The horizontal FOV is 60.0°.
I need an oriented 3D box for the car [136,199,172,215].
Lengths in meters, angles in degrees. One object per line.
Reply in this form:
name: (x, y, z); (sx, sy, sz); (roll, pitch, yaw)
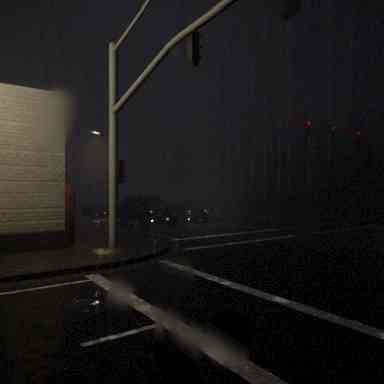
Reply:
car: (-4.223, 1.581, 36.283); (1.812, 1.442, 4.674); (0, 0, -36)

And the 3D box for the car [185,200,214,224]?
car: (-0.717, 1.407, 25.061); (2.097, 1.767, 4.553); (0, 0, -36)

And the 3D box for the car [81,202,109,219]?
car: (-8.550, 1.619, 30.013); (1.994, 1.385, 4.181); (0, 0, -35)

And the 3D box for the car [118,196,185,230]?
car: (-3.084, 1.277, 22.348); (2.150, 2.045, 5.566); (0, 0, -36)

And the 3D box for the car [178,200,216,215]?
car: (0.489, 1.619, 35.739); (1.994, 1.385, 4.181); (0, 0, -36)

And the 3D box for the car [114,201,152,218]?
car: (-5.737, 1.619, 32.089); (1.994, 1.385, 4.181); (0, 0, -35)
